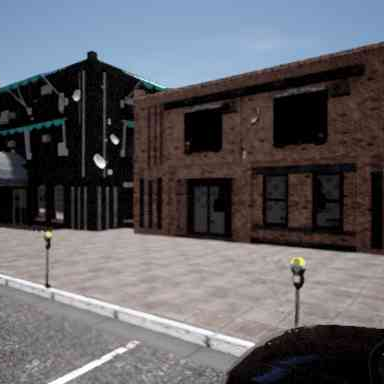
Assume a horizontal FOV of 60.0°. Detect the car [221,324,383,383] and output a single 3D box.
[{"bbox_3d":[2.400,1.491,1.721,4.892,1.490,1.837,-1,-1,36],"label":"car"}]
